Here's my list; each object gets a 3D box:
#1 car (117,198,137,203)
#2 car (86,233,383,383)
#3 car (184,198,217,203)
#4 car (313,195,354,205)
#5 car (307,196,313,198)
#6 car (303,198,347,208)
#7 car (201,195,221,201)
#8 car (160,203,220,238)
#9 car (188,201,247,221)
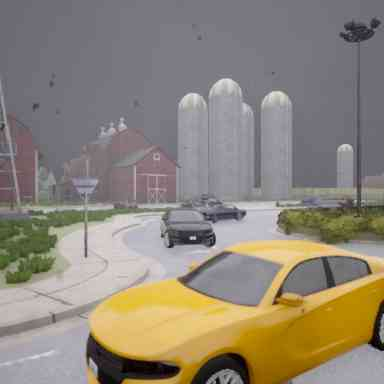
[{"bbox_3d":[-8.055,1.506,40.577,1.816,1.474,4.193,0,0,-34],"label":"car"},{"bbox_3d":[1.097,1.478,4.698,5.008,1.535,1.882,0,0,-34],"label":"car"},{"bbox_3d":[0.169,1.521,30.613,1.784,1.438,3.905,0,0,-34],"label":"car"},{"bbox_3d":[18.653,1.310,43.409,1.932,1.855,4.605,0,0,-34],"label":"car"},{"bbox_3d":[22.783,1.480,62.252,2.242,1.667,4.611,0,0,-34],"label":"car"},{"bbox_3d":[13.368,1.564,33.762,4.181,1.385,1.994,0,0,-35],"label":"car"},{"bbox_3d":[2.771,1.313,48.633,1.905,1.878,3.866,0,0,-34],"label":"car"},{"bbox_3d":[-0.364,1.478,15.043,1.882,1.535,5.008,0,0,-9],"label":"car"},{"bbox_3d":[2.046,1.601,24.956,1.895,1.301,4.718,0,0,43],"label":"car"}]
